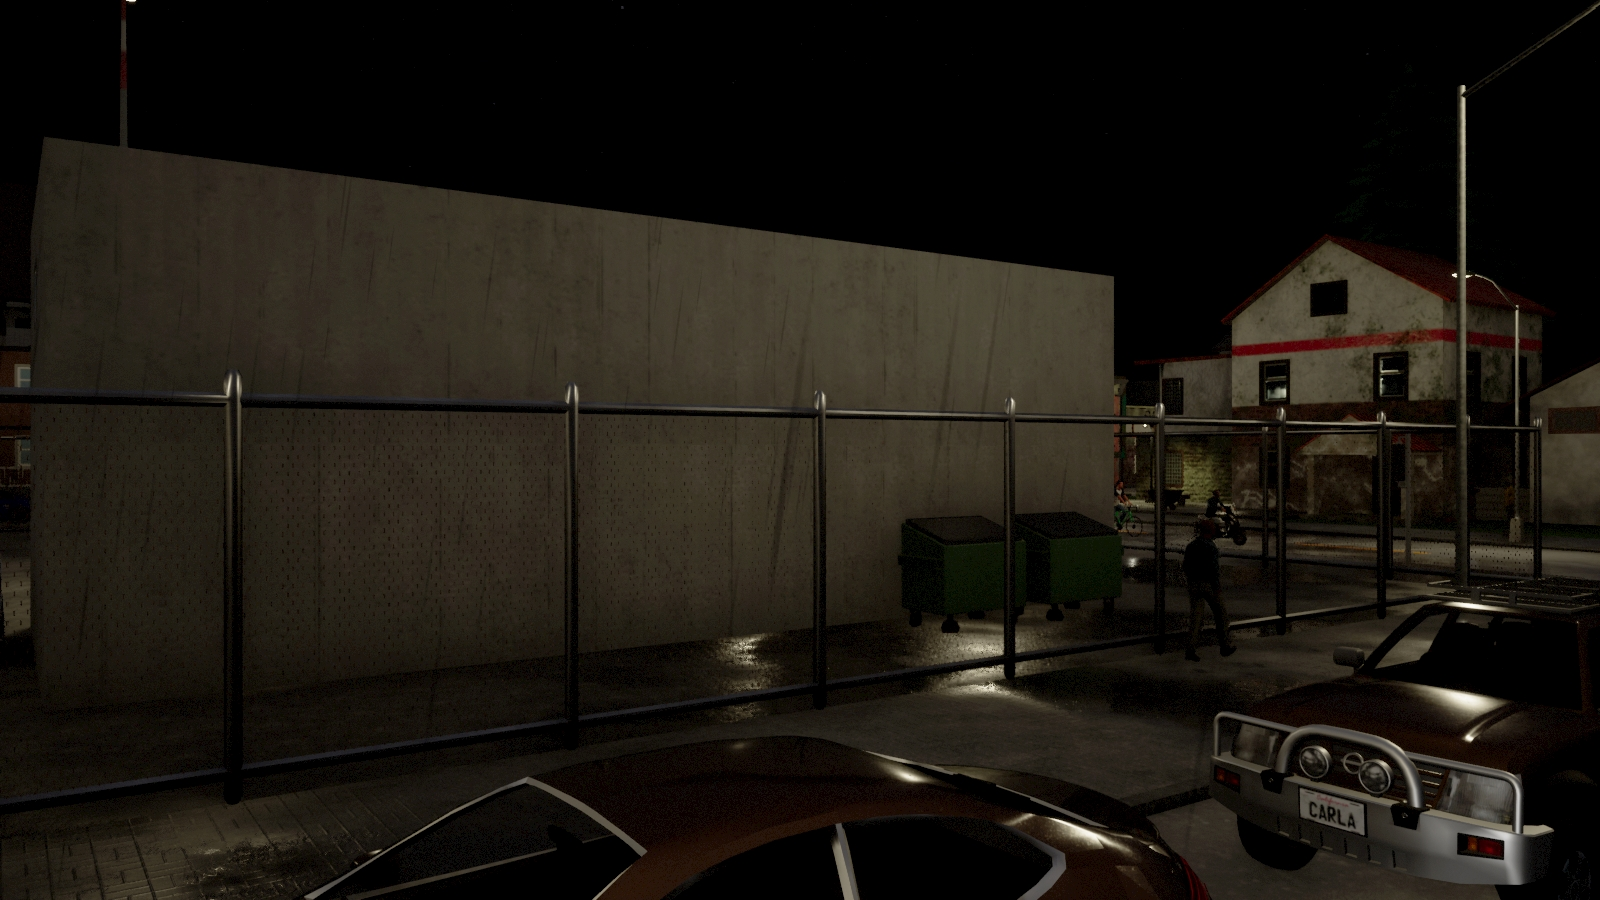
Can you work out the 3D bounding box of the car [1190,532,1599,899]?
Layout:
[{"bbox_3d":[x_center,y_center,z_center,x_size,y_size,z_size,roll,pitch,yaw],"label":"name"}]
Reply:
[{"bbox_3d":[4.948,1.640,7.839,4.605,1.855,1.932,0,0,-35],"label":"car"}]

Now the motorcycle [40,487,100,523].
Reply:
[{"bbox_3d":[-26.376,1.961,41.281,1.805,1.236,0.856,0,0,-35],"label":"motorcycle"}]

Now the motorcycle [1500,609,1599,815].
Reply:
[{"bbox_3d":[6.256,1.958,8.768,1.805,1.236,0.856,0,0,-35],"label":"motorcycle"}]

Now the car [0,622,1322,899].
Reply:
[{"bbox_3d":[-0.619,1.771,3.955,5.027,1.651,2.152,0,0,-35],"label":"car"}]

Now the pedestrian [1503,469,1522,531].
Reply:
[{"bbox_3d":[21.685,1.510,34.759,0.375,1.860,0.375,0,0,-33],"label":"pedestrian"}]

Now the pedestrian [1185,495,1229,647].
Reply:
[{"bbox_3d":[5.142,1.513,14.448,0.375,1.860,0.375,0,0,-34],"label":"pedestrian"}]
